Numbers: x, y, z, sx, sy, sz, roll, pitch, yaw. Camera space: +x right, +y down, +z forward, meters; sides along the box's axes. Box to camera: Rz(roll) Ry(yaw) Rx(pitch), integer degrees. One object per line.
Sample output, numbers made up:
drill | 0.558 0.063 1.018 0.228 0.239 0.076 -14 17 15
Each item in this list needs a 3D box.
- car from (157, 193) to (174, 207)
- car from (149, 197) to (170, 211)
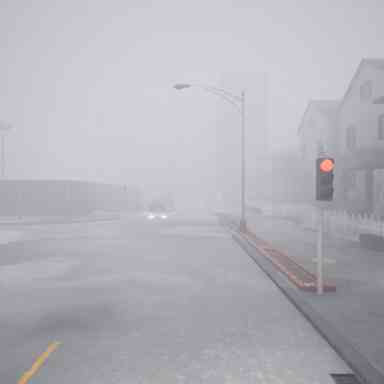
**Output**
car | -4.057 1.216 51.590 2.150 2.045 5.566 0 0 1
car | -4.083 1.597 40.949 1.895 1.301 4.718 0 0 0
